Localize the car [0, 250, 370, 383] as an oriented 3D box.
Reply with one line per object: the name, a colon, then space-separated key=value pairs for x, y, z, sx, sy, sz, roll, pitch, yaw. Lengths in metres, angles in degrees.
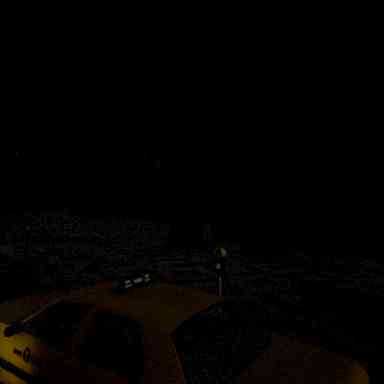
car: x=-0.785 y=1.525 z=3.526 sx=4.829 sy=1.417 sz=1.752 roll=0 pitch=0 yaw=36
